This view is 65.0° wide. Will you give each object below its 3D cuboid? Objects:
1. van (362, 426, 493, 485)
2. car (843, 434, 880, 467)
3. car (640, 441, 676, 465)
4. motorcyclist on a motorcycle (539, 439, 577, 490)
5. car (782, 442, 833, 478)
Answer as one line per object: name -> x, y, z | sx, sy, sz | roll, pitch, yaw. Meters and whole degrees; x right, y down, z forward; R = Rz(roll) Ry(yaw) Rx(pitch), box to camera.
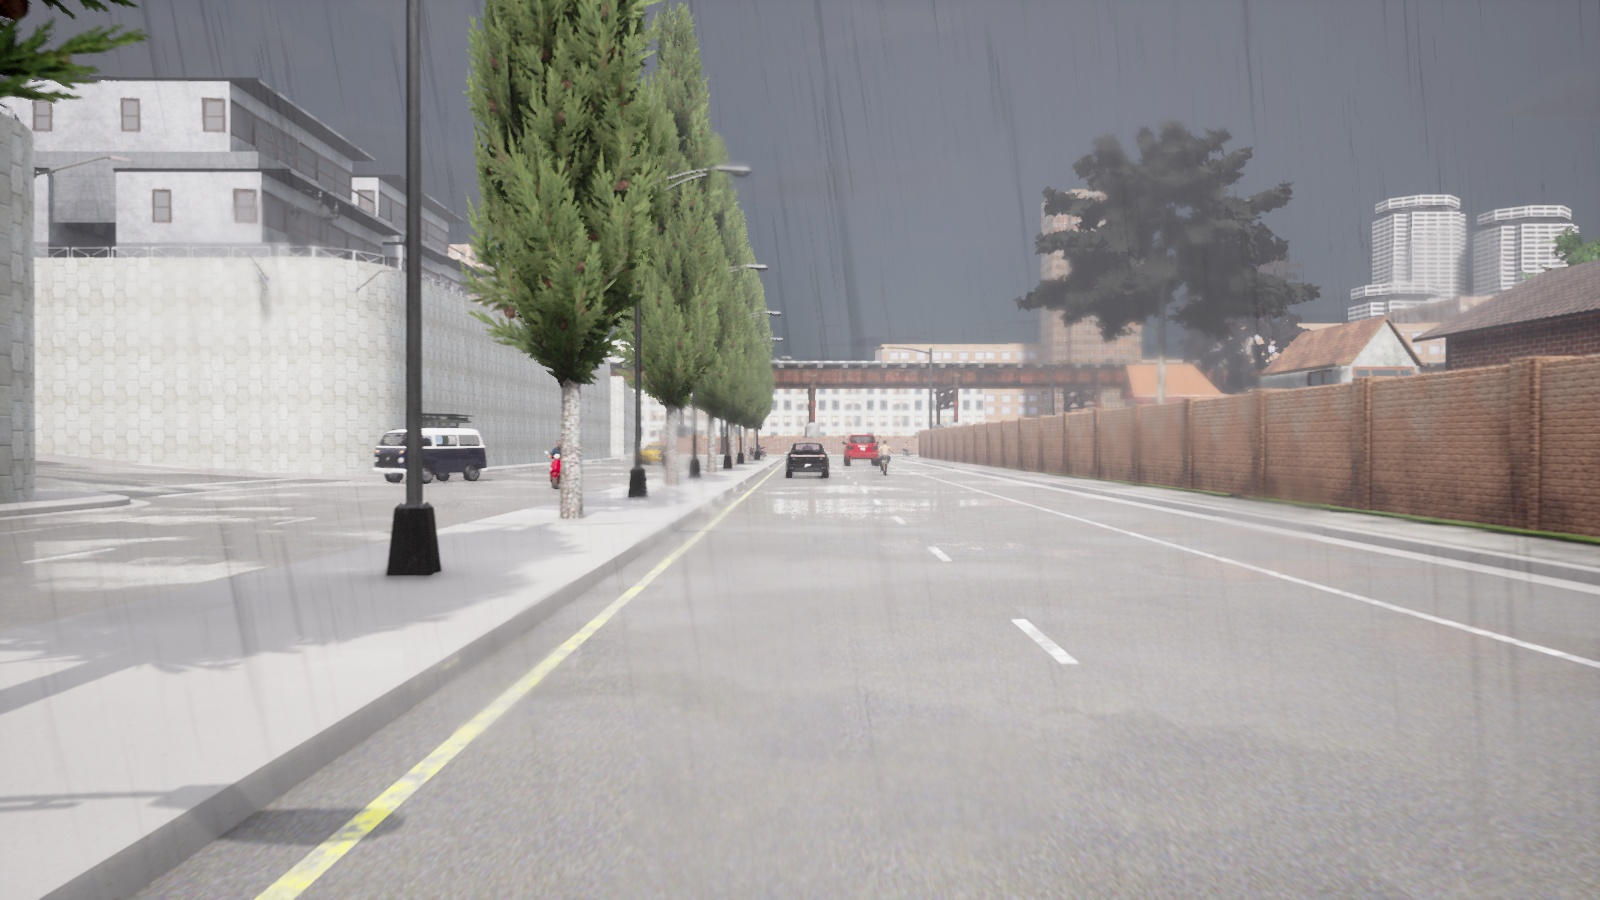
van -> -13.758, 0.175, 46.655 | 2.069, 2.038, 4.480 | 1, 1, 28
car -> 3.982, 0.007, 81.960 | 2.150, 2.045, 5.566 | 0, 0, 0
car -> -9.625, 0.199, 84.882 | 1.801, 1.575, 5.366 | 0, 0, -13
motorcyclist on a motorcycle -> -7.755, 0.461, 40.321 | 0.866, 1.590, 1.817 | 0, 0, 0
car -> 0.326, 0.395, 54.640 | 2.128, 1.511, 4.902 | 0, 0, 0
